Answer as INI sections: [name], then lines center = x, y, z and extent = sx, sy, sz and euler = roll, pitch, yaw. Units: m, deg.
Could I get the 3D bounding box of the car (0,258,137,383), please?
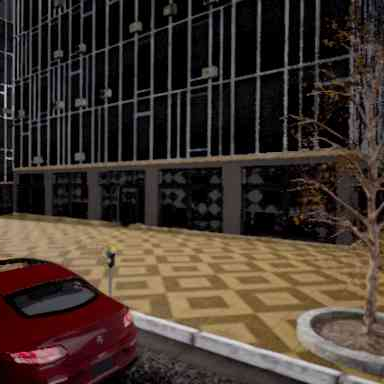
[car]
center = -2.573, 1.582, 4.505
extent = 4.206, 1.307, 1.802
euler = 0, 1, 36
